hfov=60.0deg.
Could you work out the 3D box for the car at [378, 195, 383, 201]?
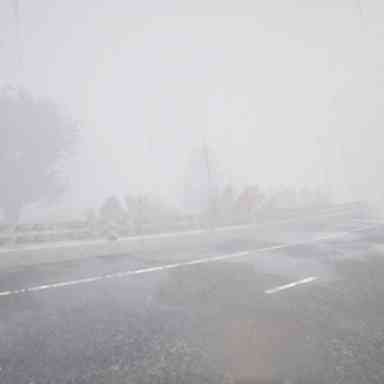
[{"bbox_3d":[46.473,1.360,79.697,2.097,1.767,4.553,0,0,6],"label":"car"}]
